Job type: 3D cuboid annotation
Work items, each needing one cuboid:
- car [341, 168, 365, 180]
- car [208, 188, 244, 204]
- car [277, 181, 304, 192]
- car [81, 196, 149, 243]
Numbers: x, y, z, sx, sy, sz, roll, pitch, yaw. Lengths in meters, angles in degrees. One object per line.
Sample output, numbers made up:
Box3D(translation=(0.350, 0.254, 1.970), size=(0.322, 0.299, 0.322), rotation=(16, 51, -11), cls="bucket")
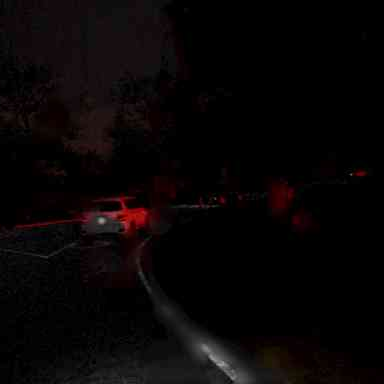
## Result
Box3D(translation=(26.592, -3.096, 54.641), size=(4.553, 1.767, 2.097), rotation=(-8, 4, -32), cls="car")
Box3D(translation=(3.835, 0.425, 37.713), size=(4.892, 1.490, 1.837), rotation=(-8, 4, -42), cls="car")
Box3D(translation=(13.222, -0.895, 45.538), size=(5.357, 1.411, 2.033), rotation=(-9, 4, -36), cls="car")
Box3D(translation=(-3.674, 1.247, 16.730), size=(2.150, 2.045, 5.566), rotation=(-3, 0, 3), cls="car")
